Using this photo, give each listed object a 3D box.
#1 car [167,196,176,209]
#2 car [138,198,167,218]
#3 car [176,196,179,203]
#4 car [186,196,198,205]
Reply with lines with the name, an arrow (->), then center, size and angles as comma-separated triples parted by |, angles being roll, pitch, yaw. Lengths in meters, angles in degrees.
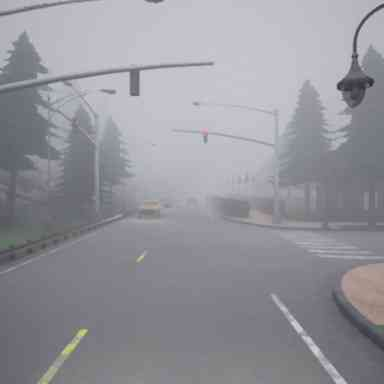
car -> -3.584, 1.487, 44.554 | 2.033, 1.411, 5.357 | 0, 0, 0
car -> -3.591, 1.437, 29.820 | 1.882, 1.535, 5.008 | 0, 0, 0
car -> -3.503, 1.437, 65.551 | 1.812, 1.442, 4.674 | 0, 0, 0
car -> 0.010, 1.401, 56.719 | 1.882, 1.535, 5.008 | 0, 0, 0
